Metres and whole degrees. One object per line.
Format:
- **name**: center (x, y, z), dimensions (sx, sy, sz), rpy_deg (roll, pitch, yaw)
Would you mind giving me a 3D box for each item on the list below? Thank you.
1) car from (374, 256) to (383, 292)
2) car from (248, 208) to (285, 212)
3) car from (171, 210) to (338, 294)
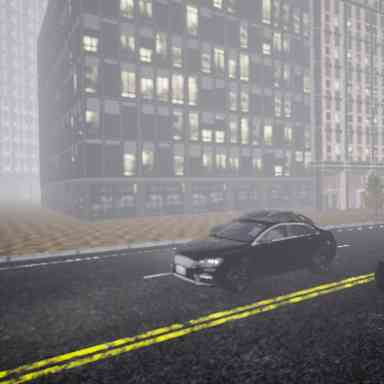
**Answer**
- **car**: center (5.933, 1.530, 7.332), dimensions (4.181, 1.385, 1.994), rpy_deg (0, 0, -33)
- **car**: center (2.906, 1.449, 13.365), dimensions (4.892, 1.490, 1.837), rpy_deg (0, 0, -33)
- **car**: center (1.790, 1.457, 8.736), dimensions (4.902, 1.511, 2.128), rpy_deg (0, 0, -34)
